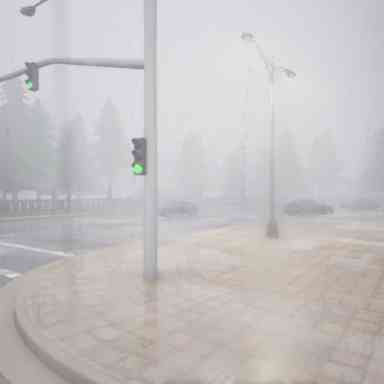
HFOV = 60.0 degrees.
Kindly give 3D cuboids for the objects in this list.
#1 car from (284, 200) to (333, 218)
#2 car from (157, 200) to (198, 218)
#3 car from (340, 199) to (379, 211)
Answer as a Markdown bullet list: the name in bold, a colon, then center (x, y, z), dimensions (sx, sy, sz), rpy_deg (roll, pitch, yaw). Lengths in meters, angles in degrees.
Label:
- **car**: center (10.443, 1.441, 29.660), dimensions (4.902, 1.511, 2.128), rpy_deg (0, -1, -28)
- **car**: center (-1.592, 1.446, 29.277), dimensions (4.902, 1.511, 2.128), rpy_deg (0, 0, -44)
- **car**: center (20.187, 1.513, 40.146), dimensions (4.181, 1.385, 1.994), rpy_deg (0, 0, -9)
